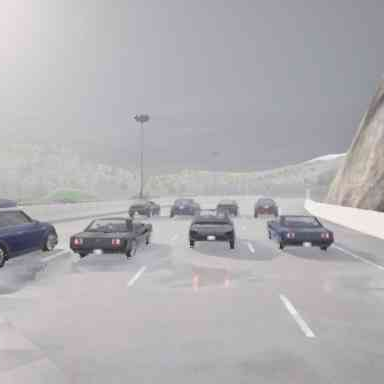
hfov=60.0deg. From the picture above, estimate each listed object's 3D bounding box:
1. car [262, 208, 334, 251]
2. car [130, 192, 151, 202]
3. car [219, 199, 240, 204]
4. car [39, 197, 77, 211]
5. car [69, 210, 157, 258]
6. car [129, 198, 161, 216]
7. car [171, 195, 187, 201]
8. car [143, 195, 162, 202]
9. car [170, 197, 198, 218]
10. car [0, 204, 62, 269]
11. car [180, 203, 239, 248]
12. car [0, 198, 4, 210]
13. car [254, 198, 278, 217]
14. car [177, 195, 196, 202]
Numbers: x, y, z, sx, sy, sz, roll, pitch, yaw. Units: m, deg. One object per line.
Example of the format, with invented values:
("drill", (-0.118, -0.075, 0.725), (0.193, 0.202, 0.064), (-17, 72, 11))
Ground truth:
("car", (4.369, 1.598, 14.220), (1.895, 1.301, 4.718), (0, 0, 5))
("car", (-11.893, 1.125, 76.582), (2.150, 2.045, 5.566), (0, 0, 24))
("car", (3.515, 1.459, 32.169), (1.882, 1.535, 5.008), (0, 0, 11))
("car", (-16.291, 1.438, 40.755), (1.837, 1.490, 4.892), (0, 0, 13))
("car", (-2.790, 1.585, 12.679), (1.895, 1.301, 4.718), (0, 0, 4))
("car", (-4.107, 1.472, 29.511), (1.837, 1.490, 4.892), (0, 0, 10))
("car", (-3.096, 1.405, 79.059), (1.994, 1.385, 4.181), (0, 0, 25))
("car", (-8.862, 1.438, 74.764), (2.128, 1.511, 4.902), (0, 0, 22))
("car", (-0.496, 1.327, 29.767), (2.097, 1.767, 4.553), (0, 0, 10))
("car", (-6.387, 1.330, 11.093), (2.097, 1.767, 4.553), (0, 0, 4))
("car", (0.939, 1.482, 14.805), (2.128, 1.511, 4.902), (0, 0, 5))
("car", (-24.169, 1.466, 37.594), (2.033, 1.411, 5.357), (0, 0, 11))
("car", (6.841, 1.341, 30.923), (2.097, 1.767, 4.553), (0, 0, 11))
("car", (-1.178, 1.408, 74.818), (2.033, 1.411, 5.357), (0, 0, 24))
